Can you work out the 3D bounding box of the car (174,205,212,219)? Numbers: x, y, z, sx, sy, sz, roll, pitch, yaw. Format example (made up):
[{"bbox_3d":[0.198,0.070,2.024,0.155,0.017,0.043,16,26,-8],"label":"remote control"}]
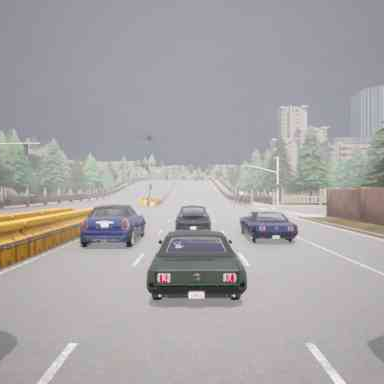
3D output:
[{"bbox_3d":[0.060,1.506,18.720,1.837,1.490,4.892,0,0,0],"label":"car"}]

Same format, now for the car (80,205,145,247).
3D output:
[{"bbox_3d":[-3.432,1.351,15.186,2.097,1.767,4.553,0,0,0],"label":"car"}]

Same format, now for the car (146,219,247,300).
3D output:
[{"bbox_3d":[0.083,1.601,8.327,1.895,1.301,4.718,0,0,0],"label":"car"}]

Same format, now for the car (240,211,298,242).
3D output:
[{"bbox_3d":[3.564,1.601,16.321,1.895,1.301,4.718,0,0,0],"label":"car"}]
